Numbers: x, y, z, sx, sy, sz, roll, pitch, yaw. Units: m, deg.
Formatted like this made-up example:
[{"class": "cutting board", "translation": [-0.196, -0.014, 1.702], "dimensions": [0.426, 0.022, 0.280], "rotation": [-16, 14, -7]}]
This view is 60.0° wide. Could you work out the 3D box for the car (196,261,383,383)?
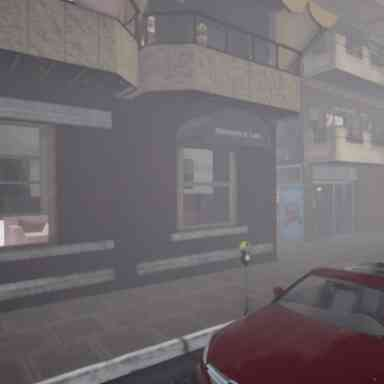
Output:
[{"class": "car", "translation": [1.998, 1.581, 3.987], "dimensions": [4.206, 1.307, 1.802], "rotation": [0, -1, -36]}]
